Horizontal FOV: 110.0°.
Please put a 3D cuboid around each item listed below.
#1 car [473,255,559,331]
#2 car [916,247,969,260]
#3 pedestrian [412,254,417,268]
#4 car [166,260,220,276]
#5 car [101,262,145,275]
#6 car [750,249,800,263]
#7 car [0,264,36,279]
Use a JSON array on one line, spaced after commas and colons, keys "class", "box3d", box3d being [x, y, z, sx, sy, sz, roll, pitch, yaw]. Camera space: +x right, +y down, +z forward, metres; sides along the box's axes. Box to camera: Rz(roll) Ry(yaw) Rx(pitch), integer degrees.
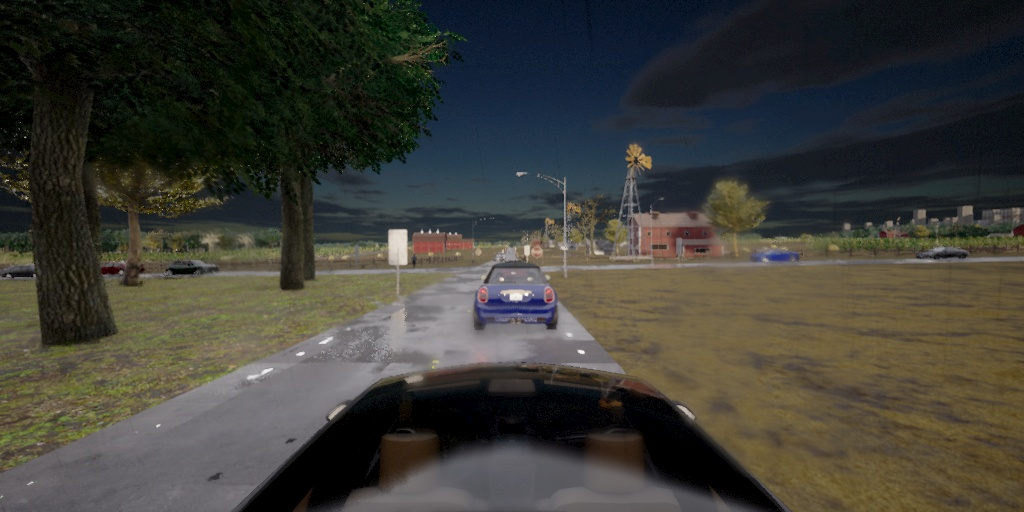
[{"class": "car", "box3d": [0.101, 0.957, 10.587, 2.097, 1.767, 4.553, 0, 1, 0]}, {"class": "car", "box3d": [49.143, -0.302, 40.966, 4.674, 1.442, 1.812, -1, 2, 0]}, {"class": "pedestrian", "box3d": [-12.128, 0.581, 44.463, 0.375, 1.860, 0.375, 0, 3, 0]}, {"class": "car", "box3d": [-34.341, 1.207, 38.639, 4.553, 1.767, 2.097, -1, 2, 0]}, {"class": "car", "box3d": [-45.714, 1.439, 41.588, 5.008, 1.535, 1.882, -1, 2, 1]}, {"class": "car", "box3d": [30.127, 0.009, 41.177, 5.008, 1.535, 1.882, -1, 2, 0]}, {"class": "car", "box3d": [-51.872, 1.655, 38.841, 4.892, 1.490, 1.837, -1, 2, 0]}]
